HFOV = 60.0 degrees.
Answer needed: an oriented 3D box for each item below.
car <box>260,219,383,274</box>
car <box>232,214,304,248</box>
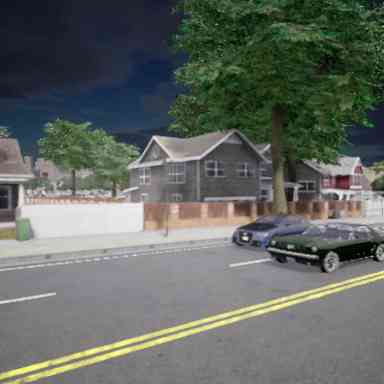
[{"bbox_3d":[4.696,1.690,11.033,4.718,1.301,1.895,1,0,-36],"label":"car"},{"bbox_3d":[3.733,1.662,14.347,4.181,1.385,1.994,1,0,-36],"label":"car"}]
